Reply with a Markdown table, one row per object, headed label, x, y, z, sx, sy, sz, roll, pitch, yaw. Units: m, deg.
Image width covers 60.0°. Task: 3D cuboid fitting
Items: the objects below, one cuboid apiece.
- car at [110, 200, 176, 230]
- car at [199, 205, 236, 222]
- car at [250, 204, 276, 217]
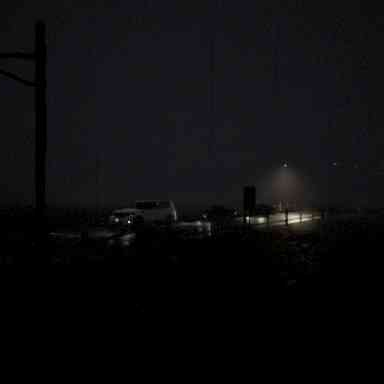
| label | x | y | z | sx | sy | sz | roll | pitch | yaw |
| --- | --- | --- | --- | --- | --- | --- | --- | --- | --- |
| car | -3.449 | 1.603 | 24.626 | 2.150 | 2.045 | 5.566 | 0 | -1 | 35 |
| car | 2.626 | 2.074 | 33.150 | 2.128 | 1.511 | 4.902 | 0 | -1 | 36 |
| car | 8.940 | 2.272 | 41.991 | 1.882 | 1.535 | 5.008 | 0 | -1 | 36 |
